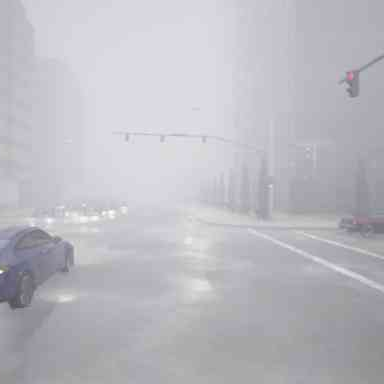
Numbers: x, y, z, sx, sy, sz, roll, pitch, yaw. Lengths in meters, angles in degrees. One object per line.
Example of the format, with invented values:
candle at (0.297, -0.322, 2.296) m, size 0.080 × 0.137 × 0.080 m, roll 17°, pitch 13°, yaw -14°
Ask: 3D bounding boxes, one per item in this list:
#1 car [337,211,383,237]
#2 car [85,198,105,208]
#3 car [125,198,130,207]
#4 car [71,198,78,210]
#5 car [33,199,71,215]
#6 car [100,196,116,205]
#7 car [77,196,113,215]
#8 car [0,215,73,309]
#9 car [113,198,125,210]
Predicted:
car at (10.500, 1.691, 18.078) m, size 4.718 × 1.301 × 1.895 m, roll 1°, pitch 0°, yaw -4°
car at (-14.498, 1.572, 50.108) m, size 1.994 × 1.385 × 4.181 m, roll 1°, pitch 0°, yaw -3°
car at (-11.239, 1.648, 53.829) m, size 1.895 × 1.301 × 4.718 m, roll 1°, pitch 0°, yaw -4°
car at (-13.797, 1.479, 40.134) m, size 2.128 × 1.511 × 4.902 m, roll 1°, pitch 0°, yaw -4°
car at (-13.113, 1.474, 30.932) m, size 1.837 × 1.490 × 4.892 m, roll 1°, pitch 0°, yaw -4°
car at (-15.242, 1.507, 60.468) m, size 1.882 × 1.535 × 5.008 m, roll 1°, pitch 0°, yaw -4°
car at (-9.854, 1.499, 34.279) m, size 2.128 × 1.511 × 4.902 m, roll 1°, pitch 0°, yaw -4°
car at (-4.136, 1.479, 7.547) m, size 1.812 × 1.442 × 4.674 m, roll 0°, pitch 0°, yaw -4°
car at (-10.537, 1.518, 43.561) m, size 2.128 × 1.511 × 4.902 m, roll 1°, pitch 0°, yaw -4°
